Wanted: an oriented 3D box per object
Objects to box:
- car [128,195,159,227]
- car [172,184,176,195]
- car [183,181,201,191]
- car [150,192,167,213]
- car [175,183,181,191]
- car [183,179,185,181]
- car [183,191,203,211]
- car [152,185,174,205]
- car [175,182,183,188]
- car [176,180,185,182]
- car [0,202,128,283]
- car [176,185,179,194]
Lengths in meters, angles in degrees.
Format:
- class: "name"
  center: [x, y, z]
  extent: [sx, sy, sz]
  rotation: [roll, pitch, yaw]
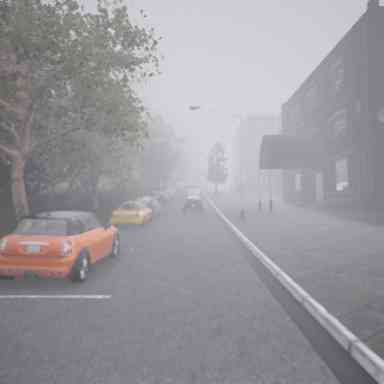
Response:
- class: "car"
  center: [-3.632, 1.243, 20.936]
  extent: [1.946, 1.575, 5.366]
  rotation: [1, 2, 2]
- class: "car"
  center: [-3.657, 0.257, 43.362]
  extent: [2.185, 1.767, 4.553]
  rotation: [0, 3, 2]
- class: "car"
  center: [0.098, -0.183, 50.193]
  extent: [2.150, 2.045, 5.566]
  rotation: [0, 3, 0]
- class: "car"
  center: [-3.636, 1.088, 26.674]
  extent: [2.231, 1.521, 4.892]
  rotation: [1, 2, 2]
- class: "car"
  center: [-3.649, -0.385, 60.280]
  extent: [1.946, 1.575, 5.366]
  rotation: [0, 3, 2]
- class: "car"
  center: [-3.658, -2.173, 93.502]
  extent: [2.435, 2.045, 5.566]
  rotation: [0, 3, 2]
- class: "car"
  center: [0.098, 0.941, 31.745]
  extent: [1.812, 1.442, 4.674]
  rotation: [0, 2, 0]
- class: "car"
  center: [-3.657, 0.506, 37.797]
  extent: [2.185, 1.767, 4.553]
  rotation: [0, 3, 2]
- class: "car"
  center: [-3.656, -0.857, 71.257]
  extent: [2.163, 1.488, 4.792]
  rotation: [0, 3, 2]
- class: "car"
  center: [-3.658, -1.661, 87.916]
  extent: [2.097, 1.535, 5.008]
  rotation: [0, 3, 2]
- class: "car"
  center: [-3.629, 1.329, 9.915]
  extent: [2.185, 1.767, 4.553]
  rotation: [2, 1, 2]
- class: "car"
  center: [-3.656, 0.132, 48.958]
  extent: [2.231, 1.521, 4.892]
  rotation: [0, 3, 2]
